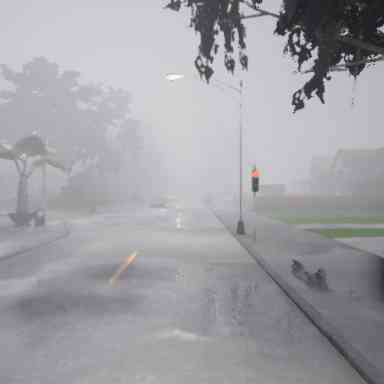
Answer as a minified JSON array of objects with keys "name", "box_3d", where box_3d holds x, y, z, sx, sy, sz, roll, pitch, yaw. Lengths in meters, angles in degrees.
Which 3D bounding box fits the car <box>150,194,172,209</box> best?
[{"name":"car","box_3d":[-3.999,1.333,41.023,2.033,1.411,5.357,0,1,0]}]

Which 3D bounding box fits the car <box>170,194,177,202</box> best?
[{"name":"car","box_3d":[-3.996,1.114,66.190,1.882,1.535,5.008,0,1,0]}]
